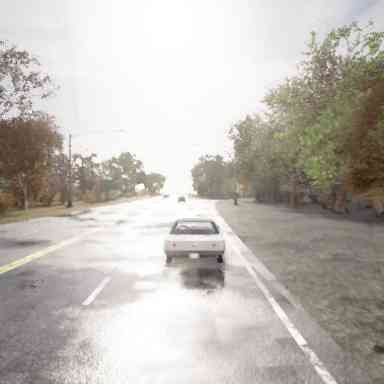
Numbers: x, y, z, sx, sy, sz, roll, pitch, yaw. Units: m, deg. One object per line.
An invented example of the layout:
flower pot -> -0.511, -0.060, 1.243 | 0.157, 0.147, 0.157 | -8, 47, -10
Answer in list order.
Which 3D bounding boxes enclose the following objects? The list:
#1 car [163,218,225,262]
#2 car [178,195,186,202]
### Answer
car -> 0.099, 1.606, 12.116 | 1.895, 1.301, 4.718 | 0, 0, 1
car -> -2.334, 1.571, 76.168 | 2.033, 1.411, 5.357 | 0, 0, -2
